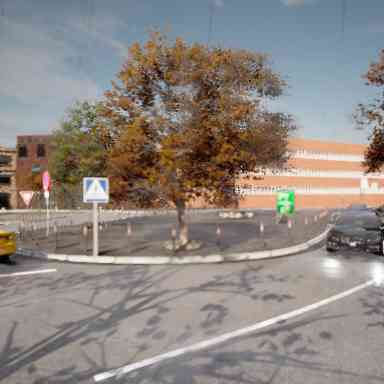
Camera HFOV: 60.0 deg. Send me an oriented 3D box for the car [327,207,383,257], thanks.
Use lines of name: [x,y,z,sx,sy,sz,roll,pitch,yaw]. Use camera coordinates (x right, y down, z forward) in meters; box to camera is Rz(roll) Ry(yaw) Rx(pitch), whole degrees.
car: [6.832,1.576,13.564,1.837,1.490,4.892,0,0,32]

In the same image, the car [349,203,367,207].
car: [15.475,1.776,31.018,1.812,1.442,4.674,-1,-1,25]

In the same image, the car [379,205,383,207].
car: [27.032,1.963,44.667,4.674,1.442,1.812,1,-1,-29]

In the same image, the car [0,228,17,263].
car: [-8.158,1.675,11.428,5.008,1.535,1.882,-1,-1,30]
